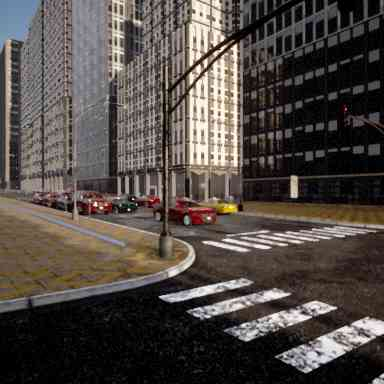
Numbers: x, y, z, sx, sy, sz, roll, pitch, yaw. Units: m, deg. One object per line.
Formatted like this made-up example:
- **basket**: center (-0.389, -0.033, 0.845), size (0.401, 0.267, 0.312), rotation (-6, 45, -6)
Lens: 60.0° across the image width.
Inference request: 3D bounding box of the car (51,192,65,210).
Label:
- **car**: center (-11.658, 0.986, 31.770), size (1.947, 1.339, 4.313), rotation (1, 0, -36)

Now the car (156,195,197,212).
- **car**: center (-1.582, 1.062, 32.173), size (1.947, 1.339, 4.313), rotation (1, 0, -36)

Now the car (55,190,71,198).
- **car**: center (-24.855, 0.287, 64.097), size (1.752, 1.417, 4.829), rotation (1, 0, -36)

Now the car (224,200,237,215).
- **car**: center (1.698, 1.123, 27.823), size (1.752, 1.417, 4.829), rotation (1, 0, -36)

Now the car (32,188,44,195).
- **car**: center (-37.995, -0.210, 82.123), size (1.967, 1.590, 4.097), rotation (1, 0, -36)

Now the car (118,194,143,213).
- **car**: center (-6.475, 1.110, 29.035), size (1.895, 1.301, 4.718), rotation (0, 1, -36)

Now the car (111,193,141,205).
- **car**: center (-8.203, 0.853, 41.255), size (1.947, 1.339, 4.313), rotation (1, 0, -36)

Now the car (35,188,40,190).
- **car**: center (-34.685, -0.107, 77.583), size (1.967, 1.590, 4.097), rotation (1, 0, -36)

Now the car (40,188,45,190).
- **car**: center (-31.376, 0.101, 73.042), size (1.887, 1.381, 4.507), rotation (1, 0, -36)

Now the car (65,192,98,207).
- **car**: center (-12.477, 0.810, 37.286), size (2.128, 1.511, 4.902), rotation (0, 1, -36)

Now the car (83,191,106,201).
- **car**: center (-14.824, 0.643, 50.337), size (1.947, 1.339, 4.313), rotation (1, 0, -36)

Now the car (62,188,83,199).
- **car**: center (-21.439, 0.184, 59.417), size (2.192, 1.841, 5.009), rotation (1, 0, -36)

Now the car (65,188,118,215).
- **car**: center (-8.343, 0.840, 27.228), size (2.192, 1.841, 5.009), rotation (1, 0, -36)

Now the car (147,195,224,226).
- **car**: center (-0.567, 1.175, 20.921), size (1.882, 1.535, 5.008), rotation (0, 1, -38)

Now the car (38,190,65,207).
- **car**: center (-14.968, 0.860, 36.310), size (1.887, 1.381, 4.507), rotation (1, 0, -36)

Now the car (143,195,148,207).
- **car**: center (-4.892, 0.974, 36.714), size (1.802, 1.307, 4.206), rotation (1, 0, -36)

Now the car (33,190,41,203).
- **car**: center (-18.279, 0.792, 40.851), size (1.802, 1.307, 4.206), rotation (1, 0, -36)
